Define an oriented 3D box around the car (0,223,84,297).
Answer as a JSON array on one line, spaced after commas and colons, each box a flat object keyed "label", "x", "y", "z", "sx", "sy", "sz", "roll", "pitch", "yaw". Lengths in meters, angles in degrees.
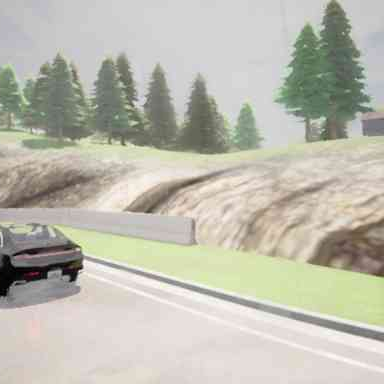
[{"label": "car", "x": -4.702, "y": 1.585, "z": 8.947, "sx": 4.902, "sy": 1.511, "sz": 2.128, "roll": -1, "pitch": -1, "yaw": 45}]
